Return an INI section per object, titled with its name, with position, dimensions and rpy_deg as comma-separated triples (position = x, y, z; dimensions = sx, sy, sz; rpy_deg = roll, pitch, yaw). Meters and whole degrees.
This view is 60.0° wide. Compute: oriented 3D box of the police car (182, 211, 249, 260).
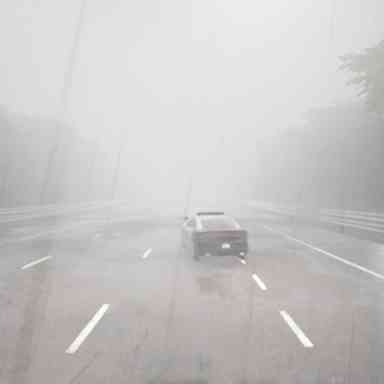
[police car]
position = 0.717, 1.593, 13.299
dimensions = 1.930, 1.638, 5.238
rpy_deg = 0, -1, -9
